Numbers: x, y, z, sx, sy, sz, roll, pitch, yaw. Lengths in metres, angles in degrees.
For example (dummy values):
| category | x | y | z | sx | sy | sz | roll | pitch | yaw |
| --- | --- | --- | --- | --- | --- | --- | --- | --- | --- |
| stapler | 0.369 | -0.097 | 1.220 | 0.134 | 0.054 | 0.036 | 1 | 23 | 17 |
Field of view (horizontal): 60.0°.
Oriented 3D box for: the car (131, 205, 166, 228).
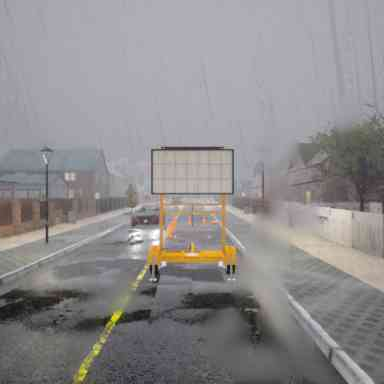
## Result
| category | x | y | z | sx | sy | sz | roll | pitch | yaw |
| --- | --- | --- | --- | --- | --- | --- | --- | --- | --- |
| car | -2.842 | 1.590 | 22.349 | 1.994 | 1.385 | 4.181 | 0 | 0 | 0 |

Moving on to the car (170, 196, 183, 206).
| category | x | y | z | sx | sy | sz | roll | pitch | yaw |
| --- | --- | --- | --- | --- | --- | --- | --- | --- | --- |
| car | -2.734 | 1.493 | 58.094 | 2.097 | 1.767 | 4.553 | 0 | 0 | 0 |

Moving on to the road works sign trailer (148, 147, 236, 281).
| category | x | y | z | sx | sy | sz | roll | pitch | yaw |
| --- | --- | --- | --- | --- | --- | --- | --- | --- | --- |
| road works sign trailer | 0.016 | 0.471 | 9.851 | 2.380 | 3.560 | 2.880 | 0 | 0 | 0 |
